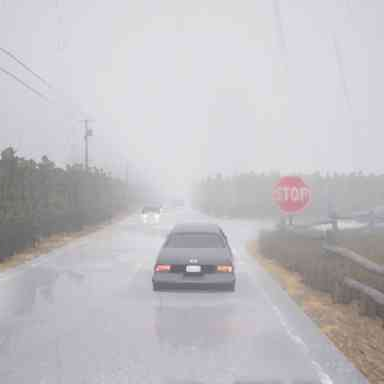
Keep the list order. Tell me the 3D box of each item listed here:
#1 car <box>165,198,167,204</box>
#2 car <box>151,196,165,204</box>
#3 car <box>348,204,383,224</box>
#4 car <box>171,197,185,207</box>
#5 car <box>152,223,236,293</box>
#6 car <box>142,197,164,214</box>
[{"bbox_3d":[-5.815,1.558,62.046,1.994,1.385,4.181,0,0,1],"label":"car"},{"bbox_3d":[-5.174,1.347,46.479,2.097,1.767,4.553,0,0,-4],"label":"car"},{"bbox_3d":[13.848,1.545,23.128,5.357,1.411,2.033,0,0,0],"label":"car"},{"bbox_3d":[-2.169,1.520,51.576,1.812,1.442,4.674,0,0,-3],"label":"car"},{"bbox_3d":[0.131,1.547,8.995,2.033,1.411,5.357,0,0,2],"label":"car"},{"bbox_3d":[-4.301,1.544,35.641,2.033,1.411,5.357,0,0,-5],"label":"car"}]
